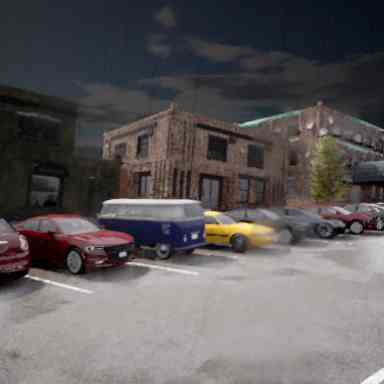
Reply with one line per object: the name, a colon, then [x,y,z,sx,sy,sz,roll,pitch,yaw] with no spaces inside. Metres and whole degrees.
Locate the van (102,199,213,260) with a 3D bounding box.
van: [-1.705,1.255,12.332,4.442,1.987,1.878,-1,-1,34]

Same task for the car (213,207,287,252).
car: [0.916,1.477,13.901,5.366,1.575,1.946,-1,-1,34]

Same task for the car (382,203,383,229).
car: [10.242,1.499,20.935,4.892,1.521,2.231,-1,-1,34]

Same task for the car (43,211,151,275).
car: [-3.979,1.475,10.526,5.008,1.535,2.097,-1,-1,34]

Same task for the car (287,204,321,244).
car: [3.124,1.487,15.747,5.008,1.535,2.097,-1,-1,34]

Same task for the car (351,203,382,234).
car: [7.864,1.494,19.215,5.008,1.535,2.097,-1,-1,34]

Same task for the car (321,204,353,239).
car: [5.522,1.519,17.458,4.792,1.488,2.163,-1,-1,34]

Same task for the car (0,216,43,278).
car: [-6.327,1.346,8.750,4.553,1.767,2.185,-1,-1,34]
